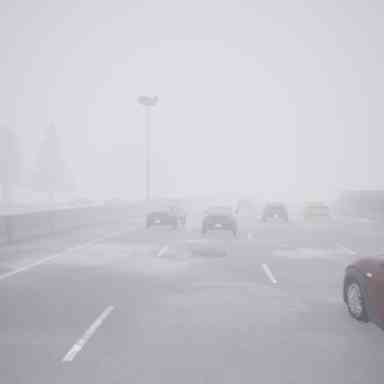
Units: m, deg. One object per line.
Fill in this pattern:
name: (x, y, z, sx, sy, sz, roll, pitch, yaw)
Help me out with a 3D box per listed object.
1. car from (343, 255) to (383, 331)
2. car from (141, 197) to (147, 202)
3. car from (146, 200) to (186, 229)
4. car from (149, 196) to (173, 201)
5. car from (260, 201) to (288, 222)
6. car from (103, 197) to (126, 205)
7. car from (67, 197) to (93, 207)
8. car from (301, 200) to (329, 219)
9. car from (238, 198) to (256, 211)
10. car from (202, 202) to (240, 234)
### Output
car: (3.799, 1.354, 4.336, 2.097, 1.767, 4.553, 0, 0, 2)
car: (-6.765, 1.367, 55.651, 2.128, 1.511, 4.902, 0, 0, 21)
car: (-1.577, 1.481, 21.052, 1.812, 1.442, 4.674, 0, 0, 9)
car: (-4.510, 1.381, 51.771, 2.128, 1.511, 4.902, 0, 0, 21)
car: (6.511, 1.473, 26.342, 1.837, 1.490, 4.892, 0, 0, 12)
car: (-11.997, 1.433, 51.587, 1.994, 1.385, 4.181, 0, 0, 19)
car: (-16.509, 1.425, 49.203, 1.994, 1.385, 4.181, 0, 0, 18)
car: (10.712, 1.452, 29.144, 1.882, 1.535, 5.008, 0, 0, 13)
car: (6.597, 1.446, 40.457, 1.837, 1.490, 4.892, 0, 0, 17)
car: (1.628, 1.494, 18.846, 1.812, 1.442, 4.674, 0, 0, 8)
